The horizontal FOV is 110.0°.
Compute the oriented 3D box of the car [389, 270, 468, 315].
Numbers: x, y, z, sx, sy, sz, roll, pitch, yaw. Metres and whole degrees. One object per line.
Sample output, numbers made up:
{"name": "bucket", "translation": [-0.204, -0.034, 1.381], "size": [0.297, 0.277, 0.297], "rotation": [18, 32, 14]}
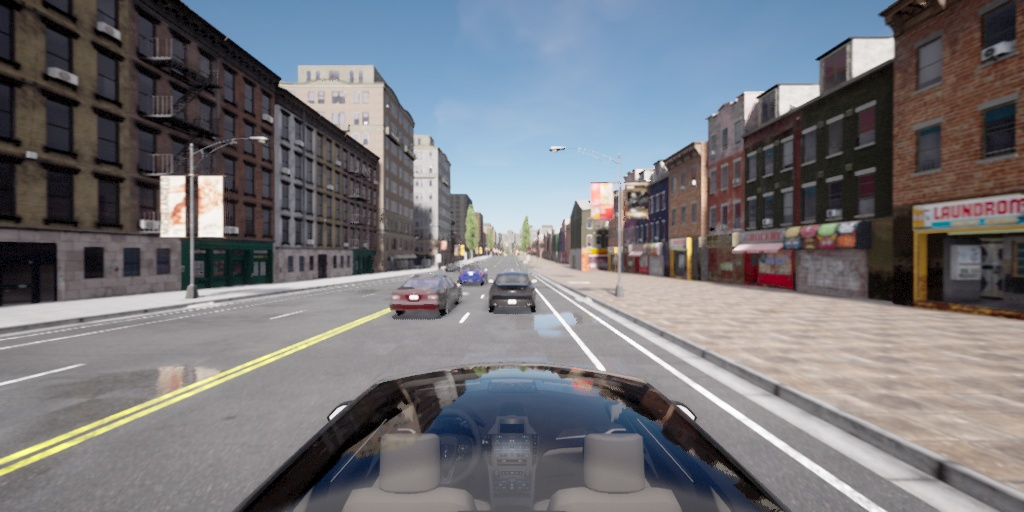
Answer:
{"name": "car", "translation": [-3.234, 1.442, 14.361], "size": [2.033, 1.411, 5.357], "rotation": [0, -1, 0]}

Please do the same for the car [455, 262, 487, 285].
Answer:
{"name": "car", "translation": [-3.211, 1.473, 30.262], "size": [2.097, 1.767, 4.553], "rotation": [0, -1, 0]}

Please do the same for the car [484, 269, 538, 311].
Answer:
{"name": "car", "translation": [0.028, 1.414, 15.351], "size": [1.837, 1.490, 4.892], "rotation": [0, 0, 1]}

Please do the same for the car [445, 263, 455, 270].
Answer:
{"name": "car", "translation": [-9.785, 1.964, 58.758], "size": [1.837, 1.490, 4.892], "rotation": [0, 0, 0]}
